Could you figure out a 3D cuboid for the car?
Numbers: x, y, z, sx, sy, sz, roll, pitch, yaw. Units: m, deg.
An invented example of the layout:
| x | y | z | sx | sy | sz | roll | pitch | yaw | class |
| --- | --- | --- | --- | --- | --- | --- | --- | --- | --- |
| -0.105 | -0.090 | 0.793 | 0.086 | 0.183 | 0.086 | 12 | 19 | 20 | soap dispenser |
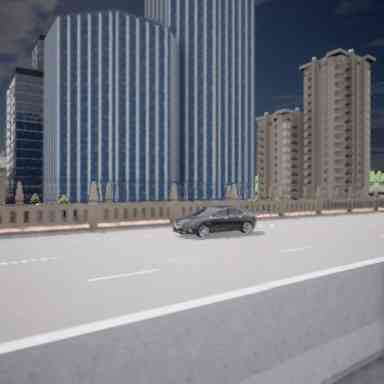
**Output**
| x | y | z | sx | sy | sz | roll | pitch | yaw | class |
| --- | --- | --- | --- | --- | --- | --- | --- | --- | --- |
| 1.291 | 1.509 | 17.634 | 4.892 | 1.490 | 1.837 | 0 | 0 | -34 | car |
